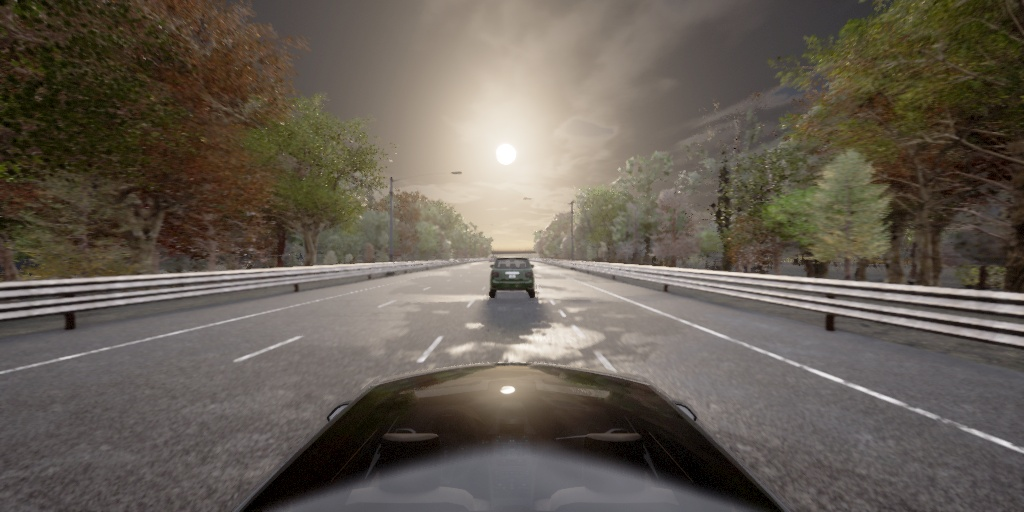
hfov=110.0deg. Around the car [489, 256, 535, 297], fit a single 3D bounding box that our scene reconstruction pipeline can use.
[{"bbox_3d":[0.012,1.028,19.083,2.150,2.045,5.566,0,0,0],"label":"car"}]
